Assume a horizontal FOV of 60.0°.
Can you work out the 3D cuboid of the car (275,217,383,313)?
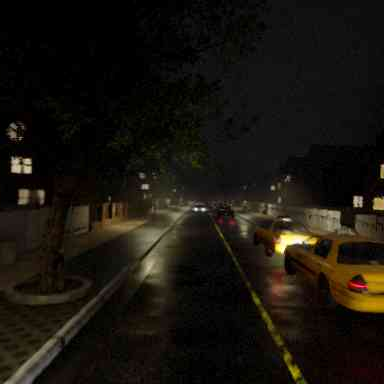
[{"bbox_3d":[3.672,1.678,8.293,1.801,1.575,5.366,2,-1,1],"label":"car"}]

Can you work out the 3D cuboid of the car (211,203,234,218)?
[{"bbox_3d":[3.589,2.055,36.688,2.128,1.511,4.902,2,-1,2],"label":"car"}]

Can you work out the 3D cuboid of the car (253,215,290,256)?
[{"bbox_3d":[3.821,1.757,14.290,1.801,1.575,5.366,2,-1,1],"label":"car"}]

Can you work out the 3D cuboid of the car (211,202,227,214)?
[{"bbox_3d":[3.831,2.251,48.091,2.033,1.411,5.357,2,-1,1],"label":"car"}]

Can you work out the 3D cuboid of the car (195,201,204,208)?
[{"bbox_3d":[1.539,2.444,66.592,1.895,1.301,4.718,2,-1,1],"label":"car"}]
